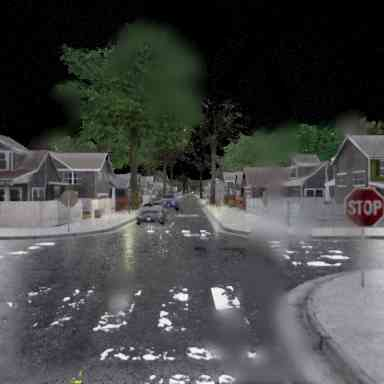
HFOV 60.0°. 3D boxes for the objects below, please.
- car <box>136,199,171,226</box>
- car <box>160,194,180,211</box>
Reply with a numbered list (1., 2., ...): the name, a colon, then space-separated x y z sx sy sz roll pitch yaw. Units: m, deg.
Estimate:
1. car: -2.776 1.514 23.783 1.837 1.490 4.892 0 0 0
2. car: -2.749 1.239 42.139 2.150 2.045 5.566 0 0 0
